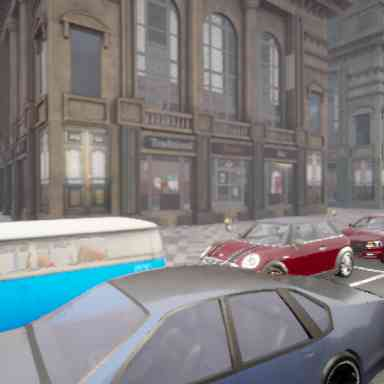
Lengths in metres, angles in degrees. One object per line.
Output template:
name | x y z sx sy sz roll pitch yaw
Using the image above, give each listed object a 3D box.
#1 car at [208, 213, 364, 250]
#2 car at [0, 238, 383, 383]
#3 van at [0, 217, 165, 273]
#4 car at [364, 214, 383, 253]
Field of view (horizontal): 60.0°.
car | 2.110 1.380 8.151 4.097 1.590 1.967 -1 0 -35
car | -0.168 1.533 3.223 5.357 1.411 2.033 -1 0 -32
van | -2.320 1.332 4.992 3.998 1.788 1.690 -1 0 -35
car | 6.540 1.435 11.311 4.507 1.381 1.887 -1 0 -35
